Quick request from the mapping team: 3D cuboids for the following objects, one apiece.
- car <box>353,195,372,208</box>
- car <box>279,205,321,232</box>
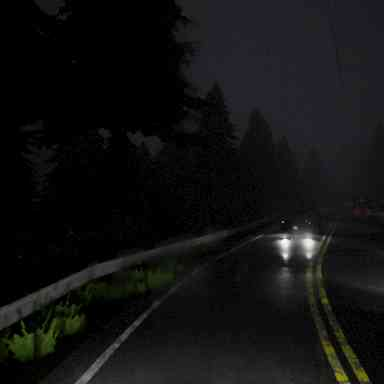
[{"bbox_3d":[20.601,1.149,40.225,2.128,1.511,4.902,-2,-1,28],"label":"car"},{"bbox_3d":[6.623,1.504,19.967,2.033,1.411,5.357,-2,0,26],"label":"car"}]
